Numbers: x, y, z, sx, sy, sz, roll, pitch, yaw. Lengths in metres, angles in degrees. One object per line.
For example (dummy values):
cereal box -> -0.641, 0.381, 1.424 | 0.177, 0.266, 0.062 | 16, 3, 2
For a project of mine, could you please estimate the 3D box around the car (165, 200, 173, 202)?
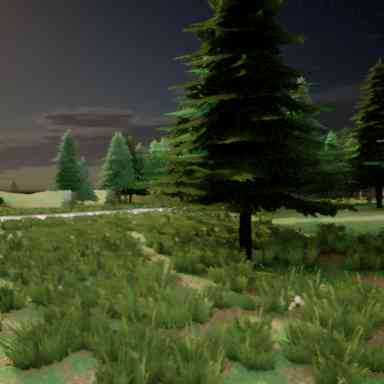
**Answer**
car -> -3.518, 1.722, 49.940 | 1.837, 1.490, 4.892 | 0, -1, 35
